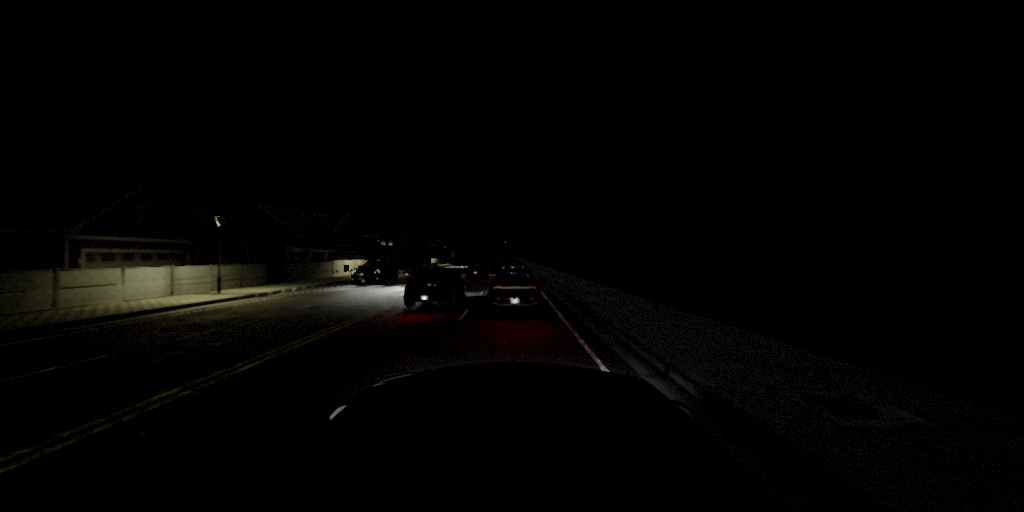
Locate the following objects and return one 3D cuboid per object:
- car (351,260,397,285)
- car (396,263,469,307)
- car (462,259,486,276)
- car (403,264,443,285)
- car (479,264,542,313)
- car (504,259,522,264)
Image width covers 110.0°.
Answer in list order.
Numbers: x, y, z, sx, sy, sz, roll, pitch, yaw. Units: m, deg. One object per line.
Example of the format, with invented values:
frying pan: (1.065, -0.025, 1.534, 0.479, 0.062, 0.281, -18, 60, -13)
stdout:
car: (-9.859, 1.083, 26.035, 2.097, 1.767, 4.553, 0, 0, 0)
car: (-3.155, 1.244, 15.322, 1.837, 1.490, 4.892, 0, 0, 0)
car: (-3.163, 1.252, 33.167, 1.812, 1.442, 4.674, 0, 0, 0)
car: (-6.610, 1.331, 27.137, 1.895, 1.301, 4.718, 0, 0, 0)
car: (0.095, 1.232, 13.947, 2.128, 1.511, 4.902, 0, 0, 0)
car: (0.087, 1.079, 31.822, 2.097, 1.767, 4.553, 0, 0, 0)
